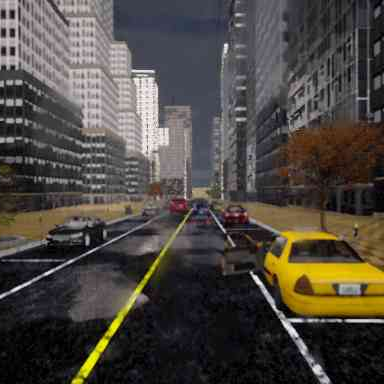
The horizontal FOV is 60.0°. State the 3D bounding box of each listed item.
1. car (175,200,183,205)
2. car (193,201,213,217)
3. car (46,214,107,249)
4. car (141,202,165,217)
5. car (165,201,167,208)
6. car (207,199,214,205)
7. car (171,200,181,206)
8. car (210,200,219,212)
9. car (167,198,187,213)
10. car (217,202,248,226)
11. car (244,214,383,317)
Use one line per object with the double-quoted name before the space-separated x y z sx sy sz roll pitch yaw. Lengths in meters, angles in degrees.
"car" -3.405 2.764 88.806 1.802 1.307 4.206 -1 -1 1
"car" 1.027 1.987 36.420 1.812 1.442 4.674 0 -1 2
"car" -5.292 1.768 15.713 2.008 1.369 4.403 -1 -1 1
"car" -4.711 2.056 38.203 2.008 1.369 4.403 -1 -1 1
"car" -4.134 2.241 60.695 1.967 1.590 4.097 -1 -1 1
"car" 4.975 2.677 88.761 1.752 1.417 4.829 -1 -1 1
"car" -3.696 2.573 77.562 1.887 1.381 4.507 -1 -1 1
"car" 3.960 2.147 49.404 1.752 1.417 4.829 -1 -1 1
"car" -1.809 1.804 45.981 2.150 2.045 5.566 0 -1 2
"car" 3.373 1.768 26.744 1.967 1.590 4.097 -1 -1 1
"car" 2.559 1.546 7.825 1.801 1.575 5.366 0 -1 1
